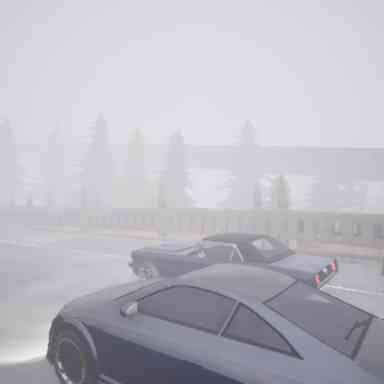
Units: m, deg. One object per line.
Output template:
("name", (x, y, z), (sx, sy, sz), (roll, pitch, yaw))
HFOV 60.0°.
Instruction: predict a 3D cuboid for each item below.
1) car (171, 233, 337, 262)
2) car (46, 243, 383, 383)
("car", (0.726, 1.631, 7.776), (4.718, 1.301, 1.895), (-1, -1, 36))
("car", (0.197, 1.576, 3.853), (4.181, 1.385, 1.994), (-1, 0, 36))
